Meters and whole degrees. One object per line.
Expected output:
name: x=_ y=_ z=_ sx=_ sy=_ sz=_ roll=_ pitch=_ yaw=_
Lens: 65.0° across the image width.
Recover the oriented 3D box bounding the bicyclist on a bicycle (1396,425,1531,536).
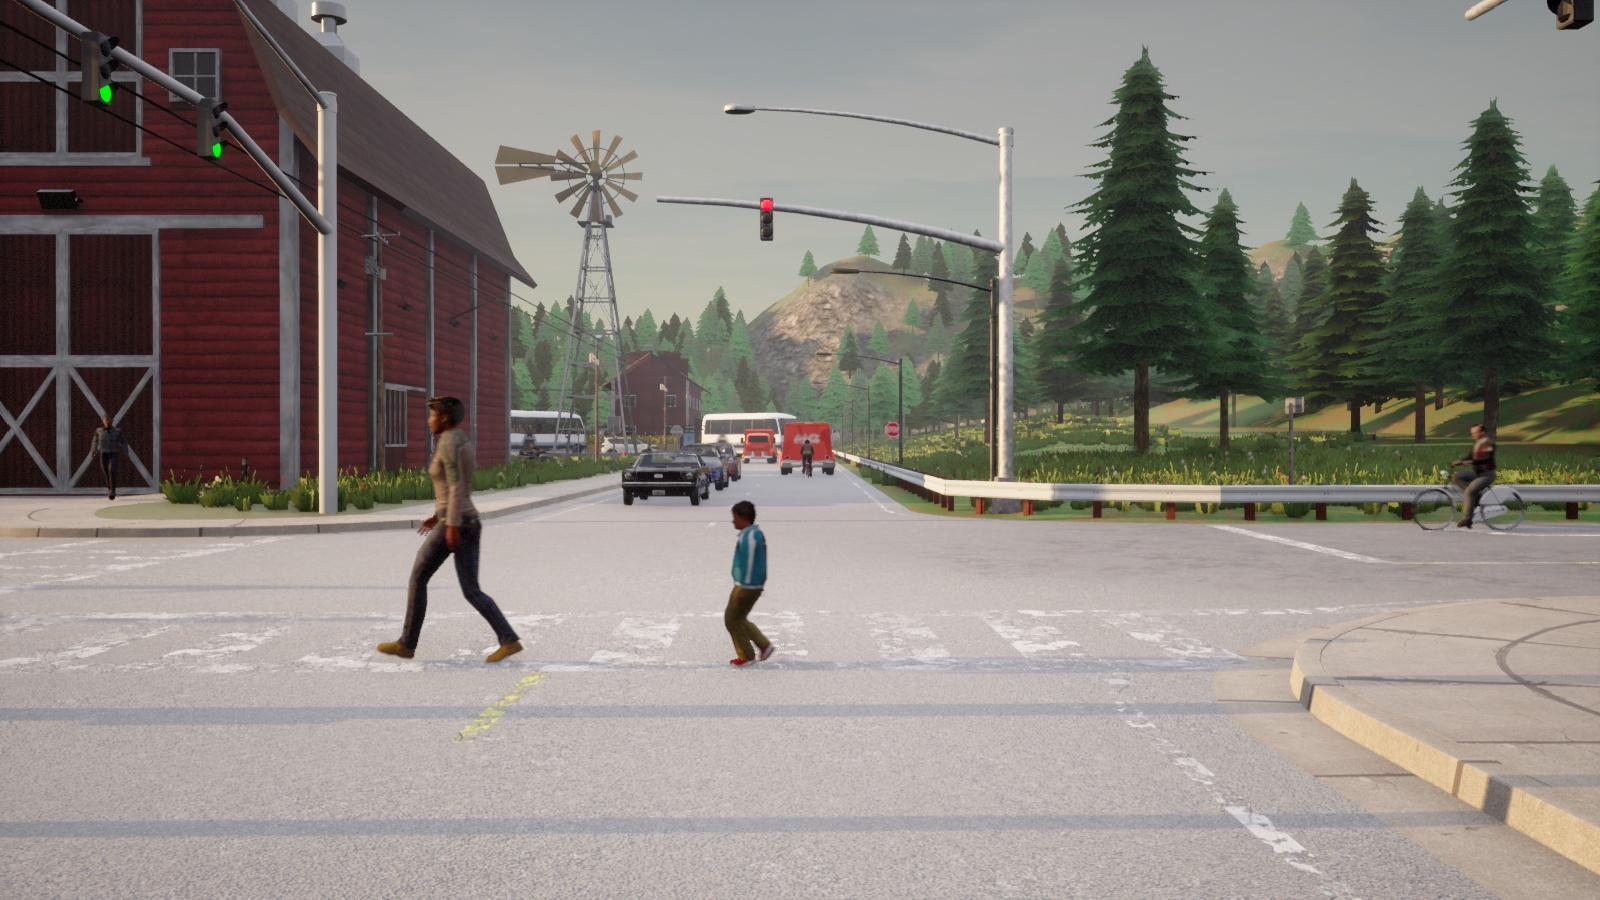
bicyclist on a bicycle: x=10.823 y=0.483 z=20.525 sx=1.843 sy=1.776 sz=0.659 roll=0 pitch=0 yaw=0

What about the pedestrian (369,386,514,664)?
pedestrian: x=-2.377 y=0.484 z=8.348 sx=0.869 sy=1.805 sz=0.328 roll=0 pitch=0 yaw=7

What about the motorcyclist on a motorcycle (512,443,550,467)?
motorcyclist on a motorcycle: x=-17.023 y=0.319 z=79.545 sx=2.191 sy=1.530 sz=0.866 roll=0 pitch=0 yaw=0

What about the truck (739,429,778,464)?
truck: x=-2.972 y=-0.260 z=91.543 sx=2.627 sy=2.467 sz=5.204 roll=0 pitch=0 yaw=0

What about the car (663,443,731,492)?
car: x=-3.261 y=0.529 z=40.470 sx=1.816 sy=1.474 sz=4.193 roll=0 pitch=0 yaw=0

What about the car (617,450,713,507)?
car: x=-3.310 y=0.665 z=31.709 sx=1.895 sy=1.301 sz=4.718 roll=0 pitch=0 yaw=0

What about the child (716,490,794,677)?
child: x=-0.296 y=0.866 z=8.299 sx=0.448 sy=1.192 sz=0.343 roll=0 pitch=0 yaw=11

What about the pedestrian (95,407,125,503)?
pedestrian: x=-14.297 y=0.099 z=26.044 sx=0.423 sy=1.949 sz=0.788 roll=0 pitch=0 yaw=-20

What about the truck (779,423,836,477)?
truck: x=0.347 y=-0.067 z=60.011 sx=2.627 sy=2.467 sz=5.204 roll=0 pitch=1 yaw=0

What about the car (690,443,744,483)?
car: x=-3.213 y=0.479 z=49.318 sx=1.845 sy=1.501 sz=3.633 roll=0 pitch=0 yaw=0
